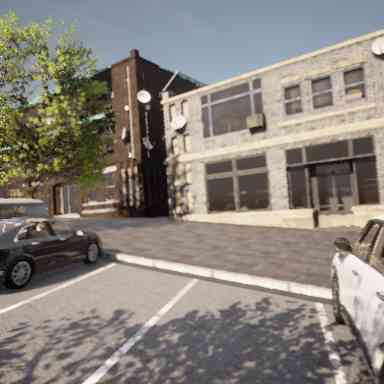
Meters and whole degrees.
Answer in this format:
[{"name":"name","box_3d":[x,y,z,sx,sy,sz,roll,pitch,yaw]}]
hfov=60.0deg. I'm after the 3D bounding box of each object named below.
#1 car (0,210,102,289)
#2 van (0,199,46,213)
[{"name":"car","box_3d":[-4.324,1.444,9.104,2.231,1.521,4.892,0,-1,16]},{"name":"van","box_3d":[-6.796,1.202,10.765,1.878,1.987,4.442,1,0,16]}]
